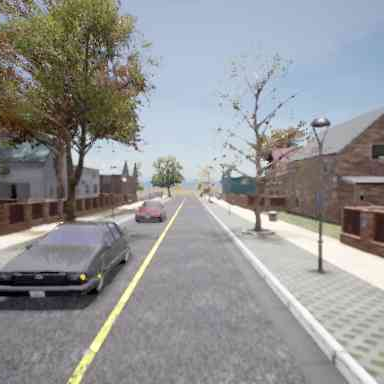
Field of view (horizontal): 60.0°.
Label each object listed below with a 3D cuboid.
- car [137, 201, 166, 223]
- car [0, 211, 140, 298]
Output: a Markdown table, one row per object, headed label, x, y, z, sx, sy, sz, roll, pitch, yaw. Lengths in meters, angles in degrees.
| label | x | y | z | sx | sy | sz | roll | pitch | yaw |
| --- | --- | --- | --- | --- | --- | --- | --- | --- | --- |
| car | -2.911 | 1.364 | 24.274 | 1.812 | 1.442 | 4.674 | 0 | 0 | 0 |
| car | -2.879 | 1.490 | 8.834 | 2.033 | 1.411 | 5.357 | 0 | 1 | 0 |
